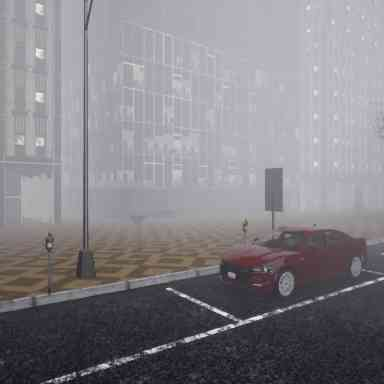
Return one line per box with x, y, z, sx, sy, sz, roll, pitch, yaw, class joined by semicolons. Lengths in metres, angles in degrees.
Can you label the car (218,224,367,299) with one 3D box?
2.684;1.545;8.476;4.507;1.381;1.887;0;0;-36;car
